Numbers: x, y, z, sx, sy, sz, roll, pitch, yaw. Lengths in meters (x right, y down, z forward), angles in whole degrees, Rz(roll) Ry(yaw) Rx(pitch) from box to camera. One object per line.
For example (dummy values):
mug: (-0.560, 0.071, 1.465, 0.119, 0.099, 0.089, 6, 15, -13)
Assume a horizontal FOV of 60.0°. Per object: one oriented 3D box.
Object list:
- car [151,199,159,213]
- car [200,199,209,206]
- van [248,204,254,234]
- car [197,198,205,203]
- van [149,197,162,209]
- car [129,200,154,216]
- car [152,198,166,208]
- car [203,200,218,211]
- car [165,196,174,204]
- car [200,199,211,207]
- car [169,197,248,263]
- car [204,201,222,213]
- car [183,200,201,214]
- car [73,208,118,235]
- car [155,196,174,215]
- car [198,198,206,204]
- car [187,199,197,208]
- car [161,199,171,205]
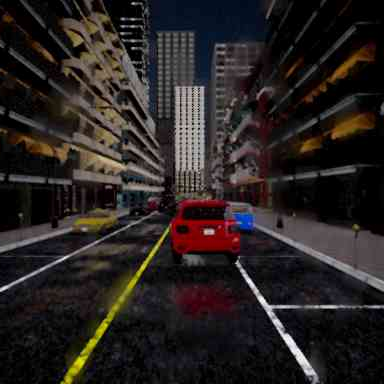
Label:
car: (-5.770, 1.899, 42.382, 1.887, 1.381, 4.507, -1, 0, 0)
car: (2.562, 2.118, 70.170, 1.752, 1.417, 4.829, -1, -1, 0)
van: (2.647, 1.509, 20.293, 1.690, 1.788, 3.998, -1, 0, 0)
car: (2.525, 2.337, 92.092, 2.008, 1.369, 4.403, -1, -1, 0)
van: (-5.791, 1.790, 53.431, 1.690, 1.788, 3.998, -1, 0, 0)
car: (-5.760, 1.874, 36.858, 1.947, 1.339, 4.313, 0, 0, 0)
car: (-5.800, 1.936, 58.953, 1.967, 1.590, 4.097, -1, 0, 0)
car: (2.601, 1.951, 47.906, 2.008, 1.369, 4.403, -1, 0, 0)
car: (-5.849, 2.053, 86.569, 2.192, 1.841, 5.009, -1, -1, 0)
car: (2.572, 2.094, 64.476, 2.008, 1.369, 4.403, -1, 0, 0)
car: (0.324, 1.324, 12.611, 2.150, 2.045, 5.566, 0, -1, -4)
car: (2.611, 1.904, 42.383, 2.008, 1.369, 4.403, -1, 0, 0)
car: (0.030, 1.843, 42.106, 2.128, 1.511, 4.902, 0, 0, 0)
car: (-5.732, 1.693, 20.119, 1.752, 1.417, 4.829, 0, 0, 0)
car: (-3.145, 1.585, 43.306, 2.150, 2.045, 5.566, 0, -1, 0)
car: (2.534, 2.282, 86.569, 1.887, 1.381, 4.507, -1, -1, 0)
car: (0.007, 2.035, 60.545, 1.812, 1.442, 4.674, 0, 0, 0)
car: (-5.828, 2.206, 75.522, 1.947, 1.339, 4.313, -1, -1, 0)
